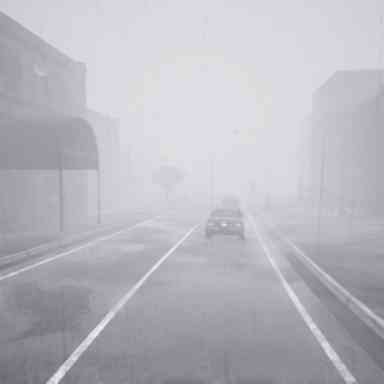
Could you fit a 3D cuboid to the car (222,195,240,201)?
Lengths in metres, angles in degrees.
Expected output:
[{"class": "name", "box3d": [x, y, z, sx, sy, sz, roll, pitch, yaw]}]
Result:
[{"class": "car", "box3d": [4.316, 1.035, 37.332, 1.882, 1.535, 5.008, 1, 1, 7]}]

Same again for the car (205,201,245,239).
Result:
[{"class": "car", "box3d": [1.706, 1.442, 16.884, 2.033, 1.411, 5.357, 1, 1, 7]}]
